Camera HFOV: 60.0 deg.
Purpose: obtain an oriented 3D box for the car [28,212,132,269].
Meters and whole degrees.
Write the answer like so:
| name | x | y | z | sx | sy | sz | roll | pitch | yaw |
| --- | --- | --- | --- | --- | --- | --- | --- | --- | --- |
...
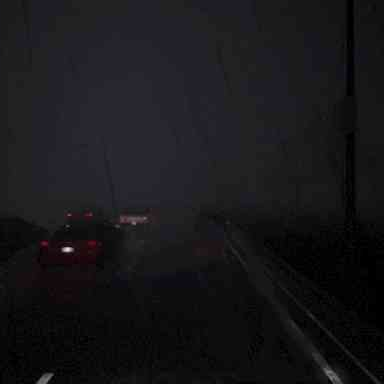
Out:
| name | x | y | z | sx | sy | sz | roll | pitch | yaw |
| --- | --- | --- | --- | --- | --- | --- | --- | --- | --- |
| car | -3.500 | 1.596 | 11.314 | 1.994 | 1.385 | 4.181 | 0 | 0 | 0 |

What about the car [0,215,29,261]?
| name | x | y | z | sx | sy | sz | roll | pitch | yaw |
| --- | --- | --- | --- | --- | --- | --- | --- | --- | --- |
| car | -7.020 | 1.566 | 12.262 | 1.812 | 1.442 | 4.674 | 0 | 0 | 0 |

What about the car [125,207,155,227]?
| name | x | y | z | sx | sy | sz | roll | pitch | yaw |
| --- | --- | --- | --- | --- | --- | --- | --- | --- | --- |
| car | -3.602 | 1.662 | 22.837 | 1.895 | 1.301 | 4.718 | 0 | 0 | -1 |

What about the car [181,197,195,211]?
| name | x | y | z | sx | sy | sz | roll | pitch | yaw |
| --- | --- | --- | --- | --- | --- | --- | --- | --- | --- |
| car | -0.373 | 1.707 | 42.726 | 1.895 | 1.301 | 4.718 | 0 | 0 | 0 |

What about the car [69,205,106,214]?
| name | x | y | z | sx | sy | sz | roll | pitch | yaw |
| --- | --- | --- | --- | --- | --- | --- | --- | --- | --- |
| car | -7.104 | 1.592 | 22.940 | 1.812 | 1.442 | 4.674 | 0 | 0 | -1 |

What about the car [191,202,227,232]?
| name | x | y | z | sx | sy | sz | roll | pitch | yaw |
| --- | --- | --- | --- | --- | --- | --- | --- | --- | --- |
| car | 1.046 | 1.575 | 20.366 | 1.812 | 1.442 | 4.674 | 0 | 0 | -1 |
